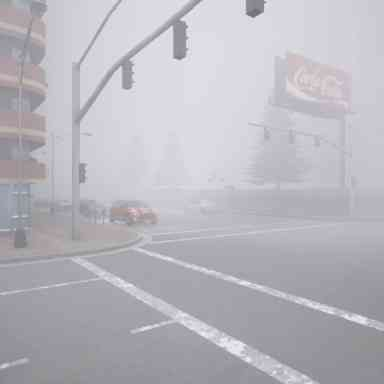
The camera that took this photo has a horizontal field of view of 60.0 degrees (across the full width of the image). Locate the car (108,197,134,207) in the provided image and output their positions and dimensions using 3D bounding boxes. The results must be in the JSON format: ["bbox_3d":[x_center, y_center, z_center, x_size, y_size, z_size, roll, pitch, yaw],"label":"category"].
[{"bbox_3d":[-11.108,1.547,51.597,2.033,1.411,5.357,0,0,-36],"label":"car"}]

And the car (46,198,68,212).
[{"bbox_3d":[-15.278,1.478,39.136,1.882,1.535,5.008,0,0,-36],"label":"car"}]

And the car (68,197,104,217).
[{"bbox_3d":[-9.610,1.491,31.292,2.128,1.511,4.902,0,0,-36],"label":"car"}]

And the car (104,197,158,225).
[{"bbox_3d":[-4.274,1.352,23.925,2.097,1.767,4.553,0,0,-36],"label":"car"}]

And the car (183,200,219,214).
[{"bbox_3d":[0.958,1.525,34.902,1.812,1.442,4.674,0,0,-36],"label":"car"}]

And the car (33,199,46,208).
[{"bbox_3d":[-21.215,1.601,47.397,1.895,1.301,4.718,0,0,-35],"label":"car"}]

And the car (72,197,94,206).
[{"bbox_3d":[-18.182,1.547,55.400,2.033,1.411,5.357,0,0,-36],"label":"car"}]
